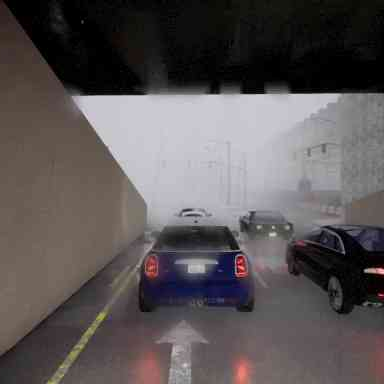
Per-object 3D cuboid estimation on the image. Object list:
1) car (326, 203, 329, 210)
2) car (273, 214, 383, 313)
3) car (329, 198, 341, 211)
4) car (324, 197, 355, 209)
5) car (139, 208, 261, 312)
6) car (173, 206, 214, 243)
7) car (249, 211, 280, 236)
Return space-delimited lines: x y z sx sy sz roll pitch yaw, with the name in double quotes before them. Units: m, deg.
"car" 17.504 1.453 39.339 2.038 1.542 4.974 0 0 45
"car" 3.581 1.492 7.623 2.128 1.511 4.902 0 0 0
"car" 17.403 1.453 34.732 2.038 1.542 4.974 0 0 -35
"car" 17.540 1.295 39.376 1.853 1.218 4.536 0 0 45
"car" 0.081 1.352 7.888 2.097 1.767 4.553 0 0 0
"car" 0.063 1.526 16.940 1.812 1.442 4.674 0 0 0
"car" 3.585 1.601 16.949 1.895 1.301 4.718 0 0 0
